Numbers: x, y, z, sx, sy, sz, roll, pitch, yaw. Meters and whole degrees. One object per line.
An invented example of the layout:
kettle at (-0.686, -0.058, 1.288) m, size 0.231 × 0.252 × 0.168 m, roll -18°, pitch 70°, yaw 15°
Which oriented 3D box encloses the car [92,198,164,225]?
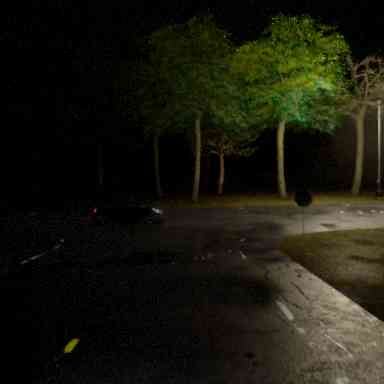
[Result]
car at (-4.208, 1.186, 22.250) m, size 4.553 × 1.767 × 2.097 m, roll -1°, pitch 2°, yaw -1°
